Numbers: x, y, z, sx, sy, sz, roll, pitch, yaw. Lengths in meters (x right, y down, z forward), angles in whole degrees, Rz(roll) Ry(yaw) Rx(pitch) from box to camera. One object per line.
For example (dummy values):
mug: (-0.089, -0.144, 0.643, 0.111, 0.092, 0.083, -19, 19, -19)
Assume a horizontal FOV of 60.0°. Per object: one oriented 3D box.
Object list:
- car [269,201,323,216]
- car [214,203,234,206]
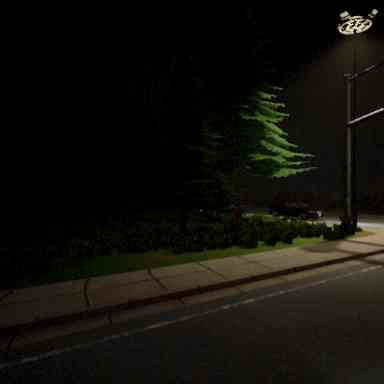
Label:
car: (8.802, 1.564, 28.538, 2.128, 1.511, 4.902, 0, 0, -35)
car: (3.641, 1.425, 36.008, 2.097, 1.767, 4.553, 0, 0, -35)
